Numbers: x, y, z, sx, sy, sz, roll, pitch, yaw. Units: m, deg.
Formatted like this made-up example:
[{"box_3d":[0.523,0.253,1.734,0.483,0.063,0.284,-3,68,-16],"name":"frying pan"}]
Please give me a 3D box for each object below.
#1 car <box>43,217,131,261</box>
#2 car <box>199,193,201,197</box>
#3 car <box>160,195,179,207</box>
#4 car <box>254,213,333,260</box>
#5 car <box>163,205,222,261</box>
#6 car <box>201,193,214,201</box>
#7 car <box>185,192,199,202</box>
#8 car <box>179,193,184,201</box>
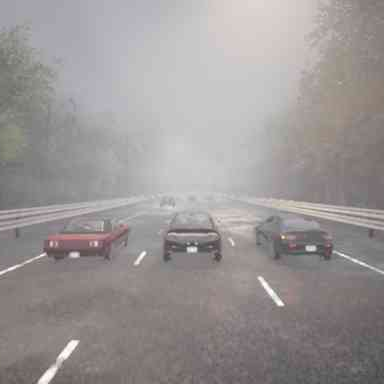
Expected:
[{"box_3d":[-3.487,1.571,12.119,1.895,1.301,4.718,0,0,0],"name":"car"},{"box_3d":[3.612,1.183,87.706,1.837,1.490,4.892,0,0,0],"name":"car"},{"box_3d":[-3.440,1.197,49.096,2.097,1.767,4.553,0,0,0],"name":"car"},{"box_3d":[3.513,1.490,12.109,1.812,1.442,4.674,0,0,0],"name":"car"},{"box_3d":[0.013,1.458,12.123,2.128,1.511,4.902,0,0,0],"name":"car"},{"box_3d":[3.590,1.108,71.349,2.097,1.767,4.553,0,0,0],"name":"car"},{"box_3d":[0.091,1.234,71.210,1.882,1.535,5.008,0,0,0],"name":"car"},{"box_3d":[-3.404,1.337,75.462,1.895,1.301,4.718,0,0,0],"name":"car"}]
